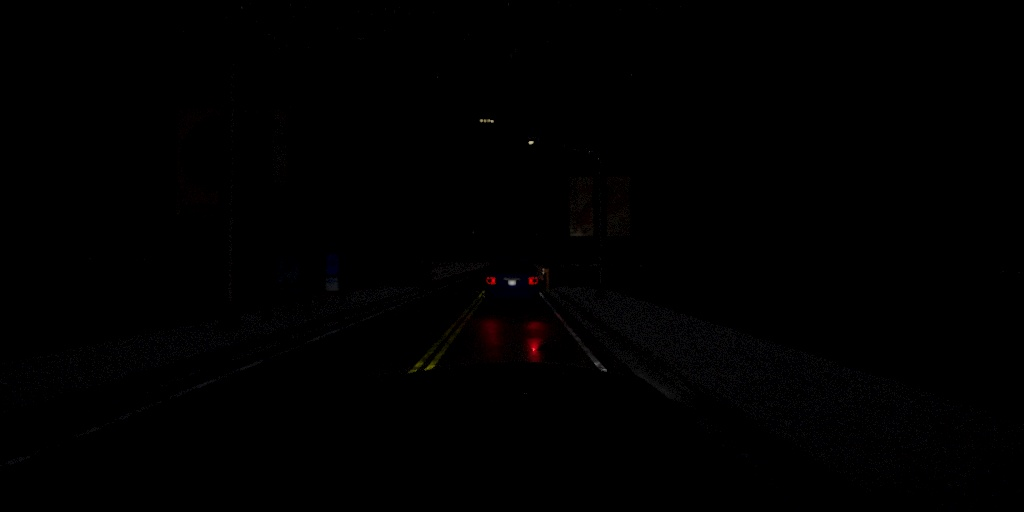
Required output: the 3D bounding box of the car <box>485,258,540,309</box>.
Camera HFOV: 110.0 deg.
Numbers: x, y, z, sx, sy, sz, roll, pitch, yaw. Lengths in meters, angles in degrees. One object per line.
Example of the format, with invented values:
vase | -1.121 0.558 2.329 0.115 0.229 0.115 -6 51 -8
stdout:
car | 0.008 1.102 15.878 2.150 2.045 5.566 0 0 0
